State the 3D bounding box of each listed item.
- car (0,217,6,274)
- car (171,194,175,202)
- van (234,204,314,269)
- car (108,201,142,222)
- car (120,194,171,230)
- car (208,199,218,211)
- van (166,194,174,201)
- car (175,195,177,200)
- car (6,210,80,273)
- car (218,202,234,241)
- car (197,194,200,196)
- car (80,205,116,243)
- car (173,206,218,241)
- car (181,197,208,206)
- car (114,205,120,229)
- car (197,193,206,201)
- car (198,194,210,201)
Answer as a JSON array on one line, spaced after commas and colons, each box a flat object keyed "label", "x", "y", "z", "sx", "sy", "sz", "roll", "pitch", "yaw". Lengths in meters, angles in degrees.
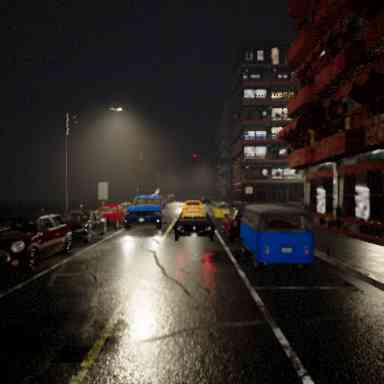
[{"label": "car", "x": -5.306, "y": 1.314, "z": 4.917, "sx": 2.192, "sy": 1.841, "sz": 5.009, "roll": 1, "pitch": 0, "yaw": 0}, {"label": "car", "x": -5.332, "y": 1.430, "z": 70.849, "sx": 1.967, "sy": 1.590, "sz": 4.097, "roll": 1, "pitch": 0, "yaw": 0}, {"label": "van", "x": 2.572, "y": 1.339, "z": 10.857, "sx": 1.690, "sy": 1.788, "sz": 3.998, "roll": 1, "pitch": 0, "yaw": 0}, {"label": "car", "x": -5.316, "y": 1.520, "z": 26.892, "sx": 1.752, "sy": 1.417, "sz": 4.829, "roll": 1, "pitch": 0, "yaw": 0}, {"label": "car", "x": -2.815, "y": 1.220, "z": 21.431, "sx": 2.150, "sy": 2.045, "sz": 5.566, "roll": 0, "pitch": 0, "yaw": 0}, {"label": "car", "x": 2.564, "y": 1.521, "z": 27.662, "sx": 1.752, "sy": 1.417, "sz": 4.829, "roll": 1, "pitch": 0, "yaw": 0}, {"label": "van", "x": -5.335, "y": 1.330, "z": 82.157, "sx": 1.690, "sy": 1.788, "sz": 3.998, "roll": 1, "pitch": 0, "yaw": 0}, {"label": "car", "x": -5.332, "y": 1.304, "z": 76.503, "sx": 2.192, "sy": 1.841, "sz": 5.009, "roll": 1, "pitch": 0, "yaw": 0}, {"label": "car", "x": -5.309, "y": 1.438, "z": 10.453, "sx": 1.967, "sy": 1.590, "sz": 4.097, "roll": 1, "pitch": 0, "yaw": 0}, {"label": "car", "x": 2.569, "y": 1.437, "z": 16.402, "sx": 1.967, "sy": 1.590, "sz": 4.097, "roll": 1, "pitch": 0, "yaw": 0}, {"label": "car", "x": 2.547, "y": 1.572, "z": 71.328, "sx": 1.802, "sy": 1.307, "sz": 4.206, "roll": 1, "pitch": 0, "yaw": 0}, {"label": "car", "x": -5.313, "y": 1.547, "z": 15.990, "sx": 2.008, "sy": 1.369, "sz": 4.403, "roll": 1, "pitch": 0, "yaw": 0}, {"label": "car", "x": 0.095, "y": 1.598, "z": 16.725, "sx": 1.895, "sy": 1.301, "sz": 4.718, "roll": 0, "pitch": 0, "yaw": 0}, {"label": "car", "x": 0.092, "y": 1.473, "z": 28.160, "sx": 1.882, "sy": 1.535, "sz": 5.008, "roll": 0, "pitch": 0, "yaw": 0}, {"label": "car", "x": -5.315, "y": 1.540, "z": 21.526, "sx": 1.887, "sy": 1.381, "sz": 4.507, "roll": 1, "pitch": 0, "yaw": 0}, {"label": "car", "x": 2.543, "y": 1.304, "z": 88.311, "sx": 2.192, "sy": 1.841, "sz": 5.009, "roll": 1, "pitch": 0, "yaw": 0}, {"label": "car", "x": 2.551, "y": 1.542, "z": 60.006, "sx": 2.008, "sy": 1.369, "sz": 4.403, "roll": 1, "pitch": 0, "yaw": 0}]
